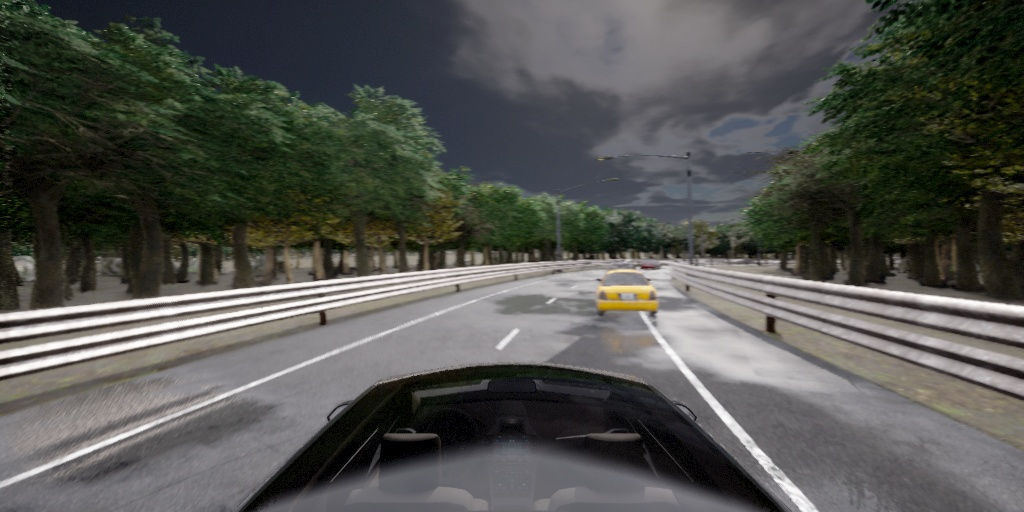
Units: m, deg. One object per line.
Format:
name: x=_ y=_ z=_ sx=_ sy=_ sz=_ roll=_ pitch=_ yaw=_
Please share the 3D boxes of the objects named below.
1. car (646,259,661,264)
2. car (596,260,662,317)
car: x=18.583 y=1.132 z=48.016 sx=1.994 sy=1.385 sz=4.181 roll=-1 pitch=-1 yaw=35
car: x=3.932 y=1.110 z=12.645 sx=1.801 sy=1.575 sz=5.366 roll=-1 pitch=0 yaw=15
